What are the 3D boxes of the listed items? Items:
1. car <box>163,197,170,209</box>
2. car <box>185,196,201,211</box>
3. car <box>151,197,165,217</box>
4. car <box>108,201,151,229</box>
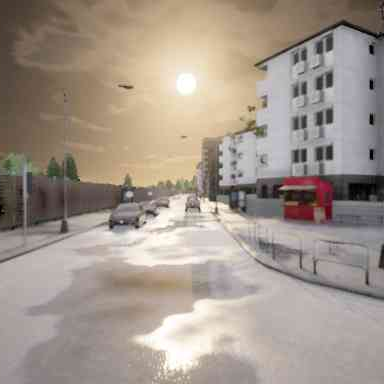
[{"bbox_3d":[-4.041,1.475,45.662,1.837,1.490,4.892,0,1,1],"label":"car"},{"bbox_3d":[0.107,1.523,40.996,2.033,1.411,5.357,0,0,0],"label":"car"},{"bbox_3d":[-4.079,1.529,31.499,2.033,1.411,5.357,0,0,0],"label":"car"},{"bbox_3d":[-4.087,1.492,21.723,1.837,1.490,4.892,0,0,0],"label":"car"}]
